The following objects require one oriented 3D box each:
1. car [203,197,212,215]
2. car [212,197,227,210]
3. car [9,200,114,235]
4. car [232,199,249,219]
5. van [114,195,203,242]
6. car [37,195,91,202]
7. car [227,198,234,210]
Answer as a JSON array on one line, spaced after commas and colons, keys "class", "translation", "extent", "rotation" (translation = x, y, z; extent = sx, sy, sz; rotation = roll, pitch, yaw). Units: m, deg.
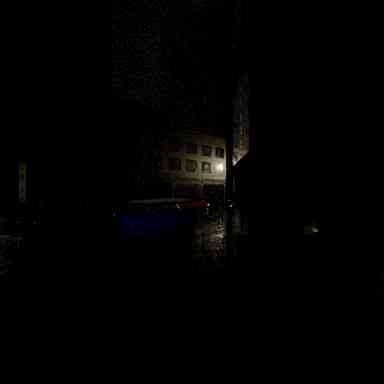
[{"class": "car", "translation": [-0.671, 1.061, 26.641], "extent": [2.097, 1.767, 4.553], "rotation": [0, 1, 35]}, {"class": "car", "translation": [1.401, 1.166, 34.130], "extent": [1.947, 1.339, 4.313], "rotation": [1, 2, 35]}, {"class": "car", "translation": [-6.646, 1.383, 18.253], "extent": [2.033, 1.411, 5.357], "rotation": [0, 1, 36]}, {"class": "car", "translation": [5.090, 1.280, 24.614], "extent": [2.008, 1.369, 4.403], "rotation": [1, 1, 35]}, {"class": "van", "translation": [-1.417, 1.208, 15.475], "extent": [1.690, 1.788, 3.998], "rotation": [1, 1, 35]}, {"class": "car", "translation": [-8.360, 1.123, 20.420], "extent": [2.192, 1.841, 5.009], "rotation": [1, 1, 35]}, {"class": "car", "translation": [5.322, 1.073, 35.040], "extent": [2.128, 1.511, 4.902], "rotation": [0, 1, 36]}]
